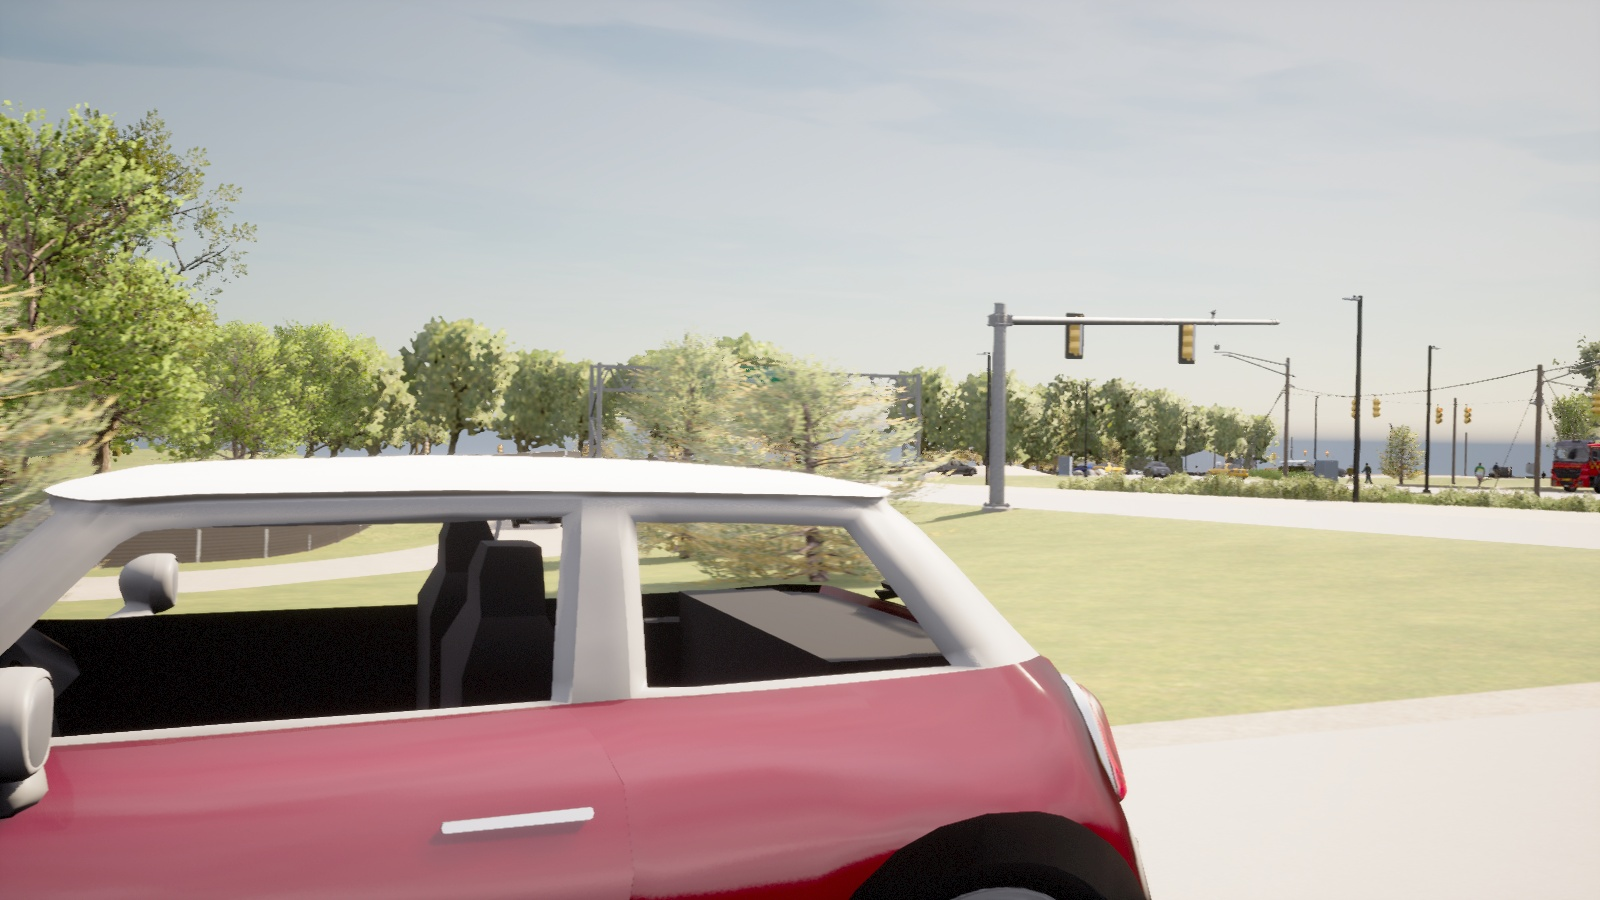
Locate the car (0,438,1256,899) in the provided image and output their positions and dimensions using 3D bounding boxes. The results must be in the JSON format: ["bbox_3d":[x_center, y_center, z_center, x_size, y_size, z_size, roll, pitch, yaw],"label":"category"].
[{"bbox_3d":[-1.210,0.732,2.777,3.806,1.475,1.970,-1,1,-21],"label":"car"}]
